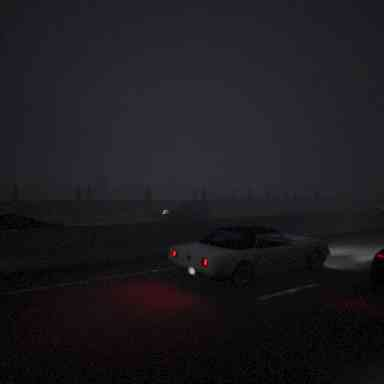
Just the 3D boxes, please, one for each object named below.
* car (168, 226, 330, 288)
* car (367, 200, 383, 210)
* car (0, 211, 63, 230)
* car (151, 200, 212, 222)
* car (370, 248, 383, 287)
[{"bbox_3d":[1.797,1.628,9.328,4.718,1.301,1.895,0,0,-36],"label":"car"},{"bbox_3d":[20.935,1.628,36.091,5.008,1.535,1.882,0,0,-35],"label":"car"},{"bbox_3d":[-7.153,1.481,11.788,5.008,1.535,1.882,0,0,-35],"label":"car"},{"bbox_3d":[-0.762,1.407,24.941,4.553,1.767,2.097,0,0,-35],"label":"car"},{"bbox_3d":[6.265,1.603,8.214,4.181,1.385,1.994,0,0,-36],"label":"car"}]
